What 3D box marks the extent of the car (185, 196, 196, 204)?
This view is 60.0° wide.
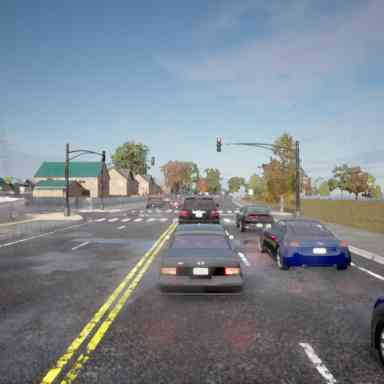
[{"bbox_3d":[-0.352,1.652,68.111,1.812,1.442,4.674,0,0,5],"label":"car"}]

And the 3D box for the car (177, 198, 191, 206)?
[{"bbox_3d":[-1.287,1.692,56.295,1.895,1.301,4.718,0,0,4],"label":"car"}]

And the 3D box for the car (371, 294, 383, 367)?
[{"bbox_3d":[3.383,1.353,2.518,2.097,1.767,4.553,0,0,0],"label":"car"}]

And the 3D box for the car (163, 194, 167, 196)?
[{"bbox_3d":[-4.255,1.326,60.394,2.150,2.045,5.566,0,0,4],"label":"car"}]

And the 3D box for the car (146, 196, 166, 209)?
[{"bbox_3d":[-5.139,1.635,46.662,1.994,1.385,4.181,0,0,4],"label":"car"}]

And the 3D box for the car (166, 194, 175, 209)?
[{"bbox_3d":[-1.907,1.419,46.330,2.097,1.767,4.553,0,0,3],"label":"car"}]

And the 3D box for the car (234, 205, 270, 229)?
[{"bbox_3d":[3.681,1.520,19.931,1.837,1.490,4.892,0,0,3],"label":"car"}]

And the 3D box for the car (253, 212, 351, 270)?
[{"bbox_3d":[3.496,1.570,11.038,1.994,1.385,4.181,0,0,1],"label":"car"}]

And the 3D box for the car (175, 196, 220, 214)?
[{"bbox_3d":[0.414,1.237,19.074,2.150,2.045,5.566,0,0,1],"label":"car"}]

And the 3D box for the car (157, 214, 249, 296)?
[{"bbox_3d":[0.201,1.553,8.827,2.033,1.411,5.357,0,0,1],"label":"car"}]
